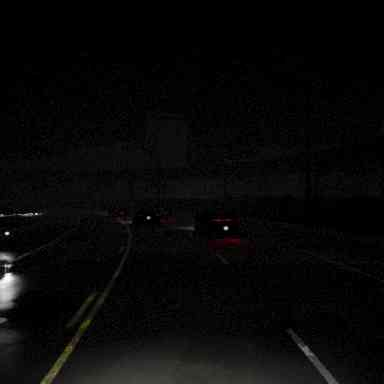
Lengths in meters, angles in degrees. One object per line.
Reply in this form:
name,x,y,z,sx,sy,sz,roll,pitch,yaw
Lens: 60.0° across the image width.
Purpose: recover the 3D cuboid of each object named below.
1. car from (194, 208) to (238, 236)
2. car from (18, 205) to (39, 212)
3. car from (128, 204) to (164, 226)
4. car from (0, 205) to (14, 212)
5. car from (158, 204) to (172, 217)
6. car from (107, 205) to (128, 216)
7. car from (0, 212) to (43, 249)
car,1.376,1.742,20.321,1.837,1.490,4.892,0,-1,-11
car,-26.146,2.717,53.182,4.181,1.385,1.994,-2,-1,44
car,-3.802,1.963,27.098,1.994,1.385,4.181,0,-1,-15
car,-29.064,2.743,51.104,4.181,1.385,1.994,-2,-1,43
car,-3.749,2.091,38.139,2.128,1.511,4.902,0,-1,-21
car,-9.504,2.332,42.499,1.895,1.301,4.718,0,-1,-26
car,-8.551,1.803,15.470,1.895,1.301,4.718,0,-1,-10
